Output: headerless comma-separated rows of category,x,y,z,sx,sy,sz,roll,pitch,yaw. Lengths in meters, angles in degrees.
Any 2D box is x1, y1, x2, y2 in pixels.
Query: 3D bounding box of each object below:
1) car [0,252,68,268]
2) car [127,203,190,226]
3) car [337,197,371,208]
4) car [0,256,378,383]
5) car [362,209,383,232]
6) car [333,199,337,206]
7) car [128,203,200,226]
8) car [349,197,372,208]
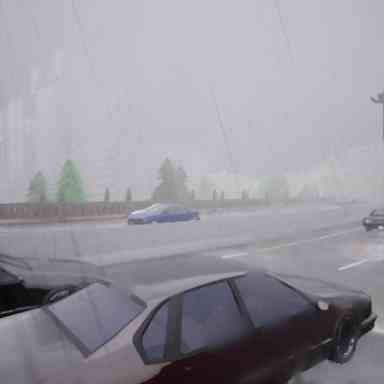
car,-4.014,1.573,5.300,5.357,1.411,2.033,0,0,-36
car,-2.448,1.611,25.204,4.674,1.442,1.812,0,0,-45
car,18.178,1.611,37.124,1.994,1.385,4.181,0,0,42
car,0.177,1.556,4.051,5.357,1.411,2.033,0,0,-38
car,11.600,1.609,19.335,1.895,1.301,4.718,0,0,43
car,24.738,1.649,54.660,1.994,1.385,4.181,0,0,43
car,-1.700,1.543,21.086,5.008,1.535,1.882,0,0,-44
car,25.543,1.570,50.367,1.837,1.490,4.892,0,0,43
